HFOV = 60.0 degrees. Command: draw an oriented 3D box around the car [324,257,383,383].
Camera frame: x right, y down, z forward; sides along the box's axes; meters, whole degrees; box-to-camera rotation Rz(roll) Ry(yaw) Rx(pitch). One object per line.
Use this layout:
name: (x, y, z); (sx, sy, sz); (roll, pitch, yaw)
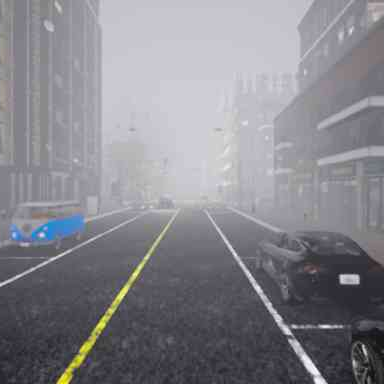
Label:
car: (2.695, 1.552, 2.105); (1.947, 1.339, 4.313); (0, 0, 0)

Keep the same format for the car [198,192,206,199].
car: (2.663, 0.945, 90.998); (1.967, 1.590, 4.097); (0, 0, 0)

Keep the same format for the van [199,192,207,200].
van: (2.668, 0.895, 79.737); (1.690, 1.788, 3.998); (0, 0, 0)

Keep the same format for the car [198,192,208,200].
car: (2.669, 1.125, 74.107); (1.887, 1.381, 4.507); (0, 0, 0)

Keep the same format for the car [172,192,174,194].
car: (-5.713, 1.080, 79.565); (1.752, 1.417, 4.829); (0, 0, 0)

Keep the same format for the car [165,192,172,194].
car: (-5.710, 1.172, 68.474); (1.947, 1.339, 4.313); (0, 0, 0)

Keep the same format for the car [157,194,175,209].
car: (-3.016, 1.322, 39.676); (1.994, 1.385, 4.181); (0, 0, 0)

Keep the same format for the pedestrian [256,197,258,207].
pedestrian: (8.122, 1.216, 41.550); (0.375, 1.300, 0.375); (0, 0, 0)

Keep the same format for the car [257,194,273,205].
car: (13.448, 1.267, 56.159); (5.009, 1.841, 2.192); (1, -1, -1)

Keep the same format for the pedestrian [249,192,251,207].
pedestrian: (7.122, 0.907, 40.949); (0.375, 1.860, 0.375); (0, 0, 0)

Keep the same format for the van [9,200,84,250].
van: (-5.689, 1.253, 13.424); (1.690, 1.788, 3.998); (0, 0, 0)

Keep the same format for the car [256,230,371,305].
car: (2.692, 1.515, 7.768); (1.947, 1.339, 4.313); (0, 0, 0)

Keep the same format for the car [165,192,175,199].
car: (-5.715, 0.844, 85.364); (2.192, 1.841, 5.009); (0, 0, 0)
